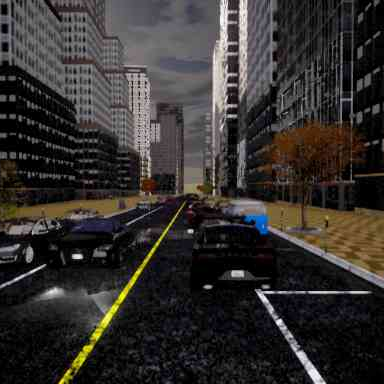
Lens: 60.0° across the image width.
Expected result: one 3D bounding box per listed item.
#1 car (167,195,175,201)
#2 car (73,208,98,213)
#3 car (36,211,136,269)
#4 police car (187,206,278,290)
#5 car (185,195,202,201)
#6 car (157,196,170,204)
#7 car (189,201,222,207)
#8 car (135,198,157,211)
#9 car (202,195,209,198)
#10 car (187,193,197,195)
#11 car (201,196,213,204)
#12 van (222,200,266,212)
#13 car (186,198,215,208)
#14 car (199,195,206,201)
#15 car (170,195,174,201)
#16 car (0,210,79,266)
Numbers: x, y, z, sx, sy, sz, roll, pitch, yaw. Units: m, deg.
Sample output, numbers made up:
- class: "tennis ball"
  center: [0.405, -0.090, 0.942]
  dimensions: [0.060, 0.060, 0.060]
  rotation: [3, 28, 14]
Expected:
- class: "car"
  center: [-5.656, 1.583, 90.066]
  dimensions: [1.802, 1.307, 4.206]
  rotation: [-1, 0, 0]
- class: "car"
  center: [-5.693, 1.540, 16.942]
  dimensions: [2.008, 1.369, 4.403]
  rotation: [-1, 0, 0]
- class: "car"
  center: [-3.093, 1.556, 10.956]
  dimensions: [1.994, 1.385, 4.181]
  rotation: [0, 0, 0]
- class: "police car"
  center: [0.905, 1.419, 9.173]
  dimensions: [1.930, 1.638, 5.238]
  rotation: [0, 0, 0]
- class: "car"
  center: [0.056, 1.489, 46.829]
  dimensions: [1.837, 1.490, 4.892]
  rotation: [0, 0, 1]
- class: "car"
  center: [-5.672, 1.427, 61.941]
  dimensions: [1.967, 1.590, 4.097]
  rotation: [-1, 0, 0]
- class: "car"
  center: [0.911, 1.494, 19.064]
  dimensions: [1.837, 1.490, 4.892]
  rotation: [0, 0, 0]
- class: "car"
  center: [-5.681, 1.535, 39.441]
  dimensions: [2.008, 1.369, 4.403]
  rotation: [-1, 0, 0]
- class: "car"
  center: [2.704, 1.510, 50.858]
  dimensions: [1.752, 1.417, 4.829]
  rotation: [-1, 0, 0]
- class: "car"
  center: [0.031, 1.207, 60.848]
  dimensions: [2.150, 2.045, 5.566]
  rotation: [0, 0, 0]
- class: "car"
  center: [2.710, 1.552, 61.937]
  dimensions: [1.947, 1.339, 4.313]
  rotation: [-1, 0, 0]
- class: "van"
  center: [2.683, 1.330, 16.938]
  dimensions: [1.690, 1.788, 3.998]
  rotation: [-1, 0, 0]
- class: "car"
  center: [0.775, 1.466, 25.101]
  dimensions: [1.882, 1.535, 5.008]
  rotation: [0, 0, 3]
- class: "car"
  center: [2.724, 1.526, 90.231]
  dimensions: [1.752, 1.417, 4.829]
  rotation: [-1, 0, 0]
- class: "car"
  center: [-5.662, 1.538, 78.816]
  dimensions: [1.887, 1.381, 4.507]
  rotation: [-1, 0, 0]
- class: "car"
  center: [-5.695, 1.543, 11.317]
  dimensions: [2.008, 1.369, 4.403]
  rotation: [-1, 0, 0]
